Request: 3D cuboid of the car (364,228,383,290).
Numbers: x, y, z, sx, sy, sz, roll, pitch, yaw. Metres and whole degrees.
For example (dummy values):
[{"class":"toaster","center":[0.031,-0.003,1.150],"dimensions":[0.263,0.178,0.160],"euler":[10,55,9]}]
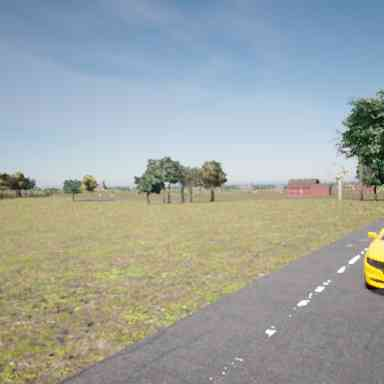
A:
[{"class":"car","center":[5.678,1.391,8.303],"dimensions":[1.882,1.535,5.008],"euler":[-1,0,37]}]
